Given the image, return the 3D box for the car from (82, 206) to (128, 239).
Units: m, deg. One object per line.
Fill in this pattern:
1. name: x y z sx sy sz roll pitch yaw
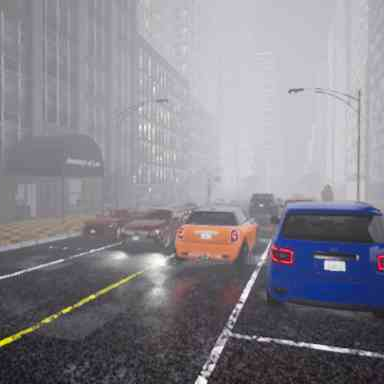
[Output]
1. car: -3.535 1.425 16.283 1.887 1.381 4.507 0 0 17

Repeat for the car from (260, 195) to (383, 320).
1. car: 2.976 1.210 7.626 2.150 2.045 5.566 1 0 17

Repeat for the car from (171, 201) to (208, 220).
1. car: -0.129 1.431 27.128 1.802 1.307 4.206 0 0 17

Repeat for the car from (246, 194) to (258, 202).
1. car: 11.794 1.176 65.084 1.967 1.590 4.097 0 0 17

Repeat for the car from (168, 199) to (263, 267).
1. car: 1.052 1.295 11.542 2.097 1.767 4.553 1 0 17

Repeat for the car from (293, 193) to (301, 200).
1. car: 26.602 1.189 84.263 1.967 1.590 4.097 0 0 17

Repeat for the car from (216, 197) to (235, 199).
1. car: 3.277 1.368 37.973 2.008 1.369 4.403 0 0 17

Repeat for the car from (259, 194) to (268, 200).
1. car: 18.607 1.235 86.775 1.947 1.339 4.313 0 0 17

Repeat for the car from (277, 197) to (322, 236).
1. car: 6.162 1.259 19.194 2.192 1.841 5.009 0 0 17

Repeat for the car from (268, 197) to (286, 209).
1. car: 11.468 1.410 44.702 1.994 1.385 4.181 1 0 17

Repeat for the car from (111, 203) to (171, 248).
1. car: -1.373 1.434 14.503 1.812 1.442 4.674 1 0 17

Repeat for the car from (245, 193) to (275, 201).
1. car: 6.121 1.116 28.000 2.150 2.045 5.566 1 0 17

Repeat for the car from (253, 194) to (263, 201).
1. car: 15.150 1.229 75.768 1.752 1.417 4.829 0 0 17

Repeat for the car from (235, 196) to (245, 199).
1. car: 6.684 1.335 48.818 2.008 1.369 4.403 0 0 17

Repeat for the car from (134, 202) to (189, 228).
1. car: -1.833 1.415 21.706 2.008 1.369 4.403 0 0 17

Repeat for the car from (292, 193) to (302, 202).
1. car: 23.195 1.097 73.419 2.192 1.841 5.009 0 0 17

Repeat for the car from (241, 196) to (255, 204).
1. car: 10.090 1.334 59.662 1.802 1.307 4.206 0 0 17
